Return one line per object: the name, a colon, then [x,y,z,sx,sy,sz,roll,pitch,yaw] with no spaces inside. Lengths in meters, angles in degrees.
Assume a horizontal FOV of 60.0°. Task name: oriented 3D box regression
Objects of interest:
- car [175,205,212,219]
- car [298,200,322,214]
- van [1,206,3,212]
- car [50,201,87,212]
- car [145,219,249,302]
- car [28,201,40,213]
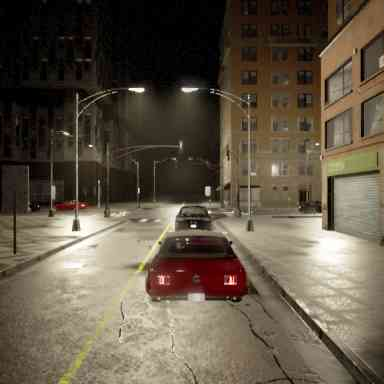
car: [0.069,1.474,18.331,1.882,1.535,5.008,0,0,0]
car: [12.057,1.415,30.720,4.313,1.339,1.947,0,0,0]
van: [-20.169,1.425,30.702,3.998,1.788,1.690,0,0,0]
car: [-14.532,1.701,39.229,4.206,1.307,1.802,0,0,0]
car: [0.086,1.601,8.183,1.895,1.301,4.718,0,0,0]
car: [-20.181,1.725,39.226,4.313,1.339,1.947,0,0,0]
